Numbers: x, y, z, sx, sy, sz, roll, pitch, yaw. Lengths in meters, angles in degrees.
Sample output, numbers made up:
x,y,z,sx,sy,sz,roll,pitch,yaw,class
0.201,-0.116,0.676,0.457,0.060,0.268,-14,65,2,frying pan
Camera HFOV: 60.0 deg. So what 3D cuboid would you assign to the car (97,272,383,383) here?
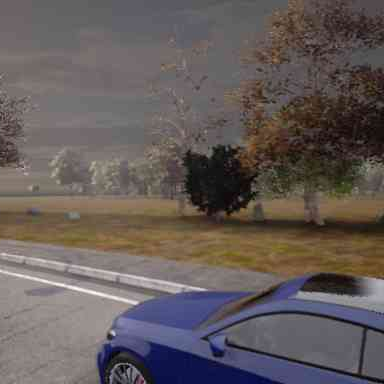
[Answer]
x,y,z,sx,sy,sz,roll,pitch,yaw,class
1.174,1.518,3.024,4.674,1.442,1.812,0,0,35,car
